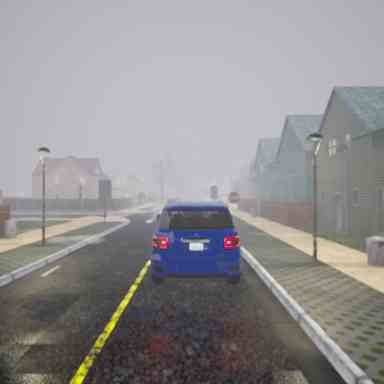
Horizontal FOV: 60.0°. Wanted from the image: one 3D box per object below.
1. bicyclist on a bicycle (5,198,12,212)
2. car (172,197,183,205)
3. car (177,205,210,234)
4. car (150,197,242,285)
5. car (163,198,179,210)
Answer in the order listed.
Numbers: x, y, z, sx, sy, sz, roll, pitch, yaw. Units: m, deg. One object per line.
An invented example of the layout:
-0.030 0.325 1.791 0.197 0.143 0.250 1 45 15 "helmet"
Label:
-20.250 1.464 36.644 0.582 1.620 1.656 0 -1 0 "bicyclist on a bicycle"
-2.841 1.748 65.198 1.812 1.442 4.674 0 0 0 "car"
0.076 1.593 20.769 1.812 1.442 4.674 0 0 0 "car"
0.089 1.255 9.751 2.150 2.045 5.566 0 0 0 "car"
-2.887 1.659 46.462 1.837 1.490 4.892 0 0 0 "car"
